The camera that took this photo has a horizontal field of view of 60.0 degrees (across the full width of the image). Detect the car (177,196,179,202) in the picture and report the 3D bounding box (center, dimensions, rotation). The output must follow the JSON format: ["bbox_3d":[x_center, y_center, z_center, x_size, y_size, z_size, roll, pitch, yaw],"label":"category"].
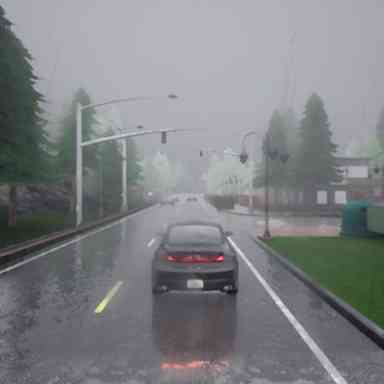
[{"bbox_3d":[-3.531,1.258,64.912,1.812,1.442,4.674,0,0,1],"label":"car"}]

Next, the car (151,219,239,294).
[{"bbox_3d":[0.072,1.468,8.651,1.837,1.490,4.892,0,0,0],"label":"car"}]

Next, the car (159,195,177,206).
[{"bbox_3d":[-3.587,1.323,49.047,1.812,1.442,4.674,0,0,0],"label":"car"}]

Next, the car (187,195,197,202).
[{"bbox_3d":[-0.009,1.288,66.859,1.994,1.385,4.181,0,0,0],"label":"car"}]
